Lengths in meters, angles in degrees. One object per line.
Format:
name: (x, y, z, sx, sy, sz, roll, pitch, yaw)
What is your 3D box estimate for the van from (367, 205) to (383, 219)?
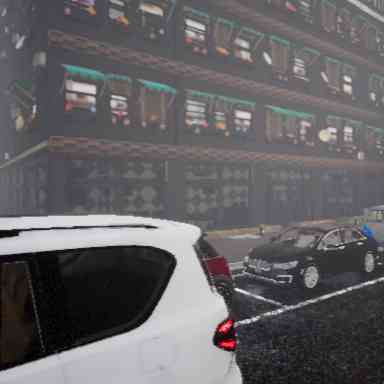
van: (7.842, 1.352, 12.134, 3.998, 1.788, 1.690, 0, -1, -36)

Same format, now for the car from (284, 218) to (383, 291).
car: (3.284, 1.557, 8.878, 4.403, 1.369, 2.008, 0, -1, -36)

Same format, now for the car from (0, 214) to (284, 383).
car: (-2.217, 1.221, 1.787, 5.566, 2.045, 2.150, 0, 0, -35)

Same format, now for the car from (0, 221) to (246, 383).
car: (-1.277, 1.441, 5.624, 4.097, 1.590, 1.967, 0, -1, -36)
